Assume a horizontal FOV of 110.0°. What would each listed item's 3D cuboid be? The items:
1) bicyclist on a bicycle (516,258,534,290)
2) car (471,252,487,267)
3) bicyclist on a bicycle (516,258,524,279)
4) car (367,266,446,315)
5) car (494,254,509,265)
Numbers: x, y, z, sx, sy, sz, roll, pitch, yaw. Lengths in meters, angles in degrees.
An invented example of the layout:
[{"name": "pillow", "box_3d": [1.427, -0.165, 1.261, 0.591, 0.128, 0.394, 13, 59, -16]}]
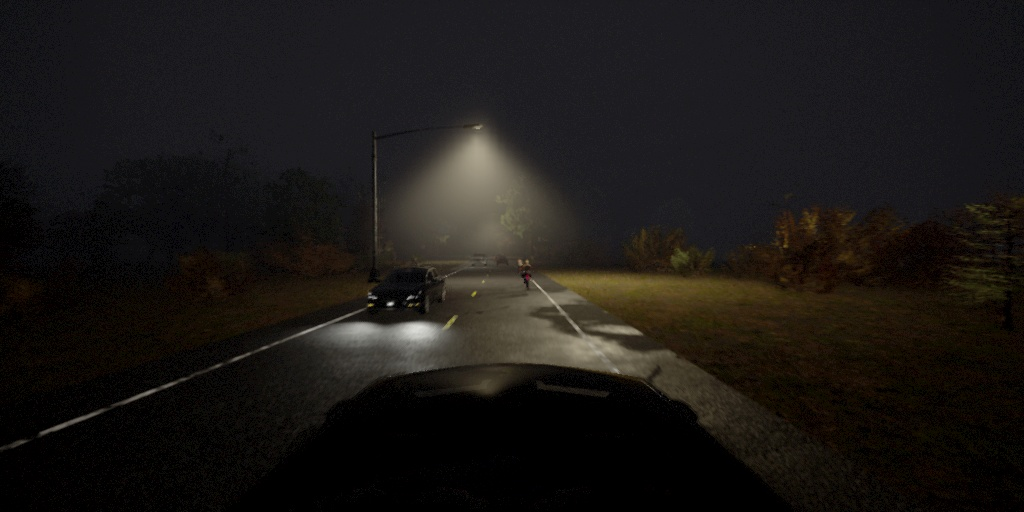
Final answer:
[{"name": "bicyclist on a bicycle", "box_3d": [0.821, 1.017, 19.680, 0.866, 1.612, 1.509, 0, -1, -1]}, {"name": "car", "box_3d": [-4.841, 0.483, 53.349, 2.150, 2.045, 5.566, 0, 1, -2]}, {"name": "bicyclist on a bicycle", "box_3d": [0.628, 0.950, 28.395, 0.582, 1.620, 1.656, 0, 0, -1]}, {"name": "car", "box_3d": [-3.659, 1.155, 13.142, 1.837, 1.490, 4.892, 0, 1, -1]}, {"name": "car", "box_3d": [-1.595, 0.708, 59.926, 1.812, 1.442, 4.674, 0, 1, -3]}]
